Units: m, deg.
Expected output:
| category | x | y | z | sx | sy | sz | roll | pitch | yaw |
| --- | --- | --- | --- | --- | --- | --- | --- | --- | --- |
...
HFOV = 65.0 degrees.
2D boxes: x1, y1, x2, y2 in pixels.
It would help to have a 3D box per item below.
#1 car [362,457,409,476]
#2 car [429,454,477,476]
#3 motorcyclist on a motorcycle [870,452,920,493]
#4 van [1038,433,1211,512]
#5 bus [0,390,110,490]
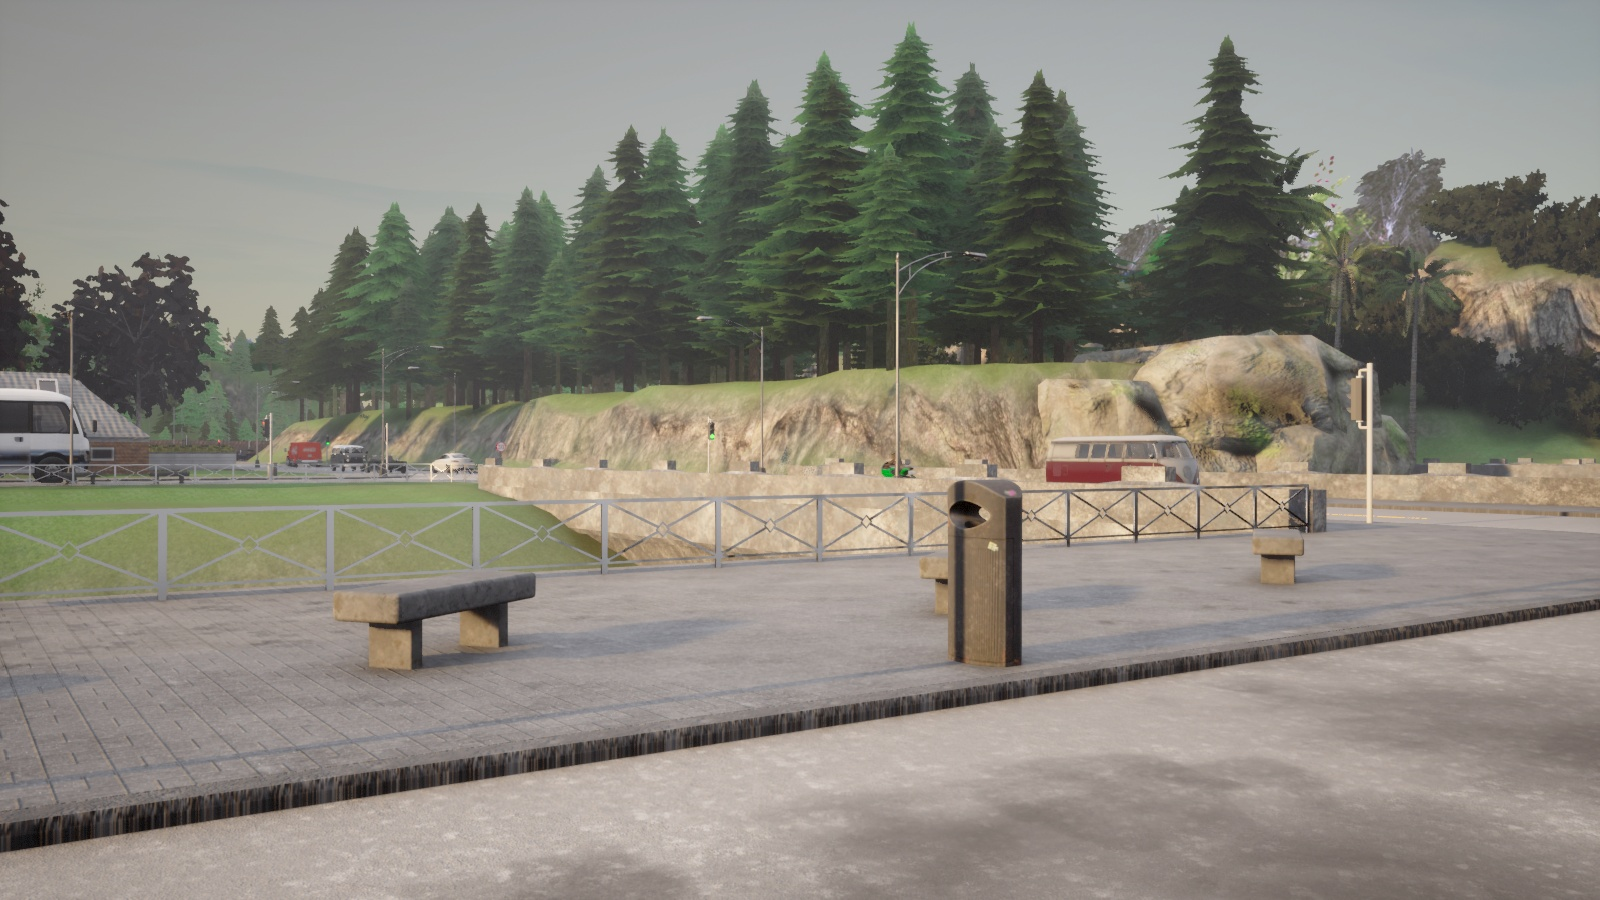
| category | x | y | z | sx | sy | sz | roll | pitch | yaw |
| --- | --- | --- | --- | --- | --- | --- | --- | --- | --- |
| car | -29.154 | 1.123 | 88.243 | 1.895 | 1.301 | 4.718 | 0 | 0 | -35 |
| car | -24.541 | 1.039 | 88.623 | 1.812 | 1.442 | 4.674 | 0 | 0 | -35 |
| motorcyclist on a motorcycle | 3.621 | 0.837 | 48.133 | 0.797 | 1.523 | 2.044 | 0 | 0 | -35 |
| van | 8.667 | 0.562 | 33.875 | 1.775 | 1.987 | 4.442 | 0 | 0 | -35 |
| bus | -35.954 | -0.422 | 54.361 | 10.273 | 4.253 | 3.944 | 0 | 0 | -35 |
